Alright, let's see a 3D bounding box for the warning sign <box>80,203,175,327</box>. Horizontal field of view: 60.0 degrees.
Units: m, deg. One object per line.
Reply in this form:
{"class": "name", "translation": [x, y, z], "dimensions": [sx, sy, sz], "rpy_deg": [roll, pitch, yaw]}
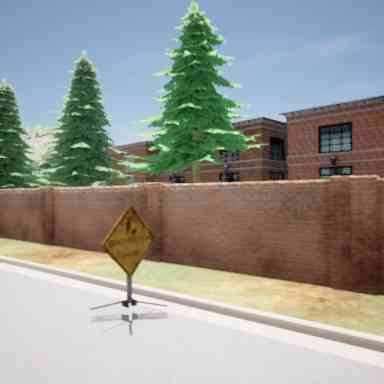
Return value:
{"class": "warning sign", "translation": [-1.128, 1.155, 5.965], "dimensions": [1.060, 1.860, 1.300], "rpy_deg": [-1, 0, 36]}
